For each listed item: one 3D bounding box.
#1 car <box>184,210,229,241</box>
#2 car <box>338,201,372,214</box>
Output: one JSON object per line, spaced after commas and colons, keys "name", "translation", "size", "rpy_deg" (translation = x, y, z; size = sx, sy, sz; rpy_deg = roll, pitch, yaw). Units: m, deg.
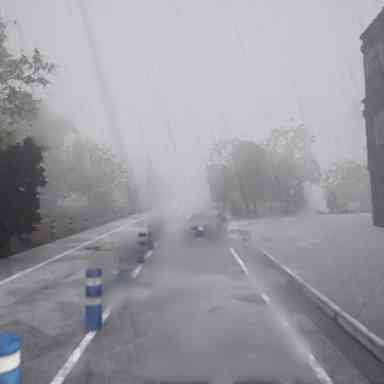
{"name": "car", "translation": [0.882, 1.666, 17.695], "size": [2.033, 1.411, 5.357], "rpy_deg": [-1, 1, 11]}
{"name": "car", "translation": [17.646, 1.658, 33.857], "size": [5.357, 1.411, 2.033], "rpy_deg": [-1, -7, -13]}
